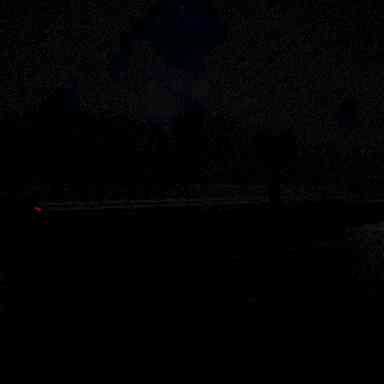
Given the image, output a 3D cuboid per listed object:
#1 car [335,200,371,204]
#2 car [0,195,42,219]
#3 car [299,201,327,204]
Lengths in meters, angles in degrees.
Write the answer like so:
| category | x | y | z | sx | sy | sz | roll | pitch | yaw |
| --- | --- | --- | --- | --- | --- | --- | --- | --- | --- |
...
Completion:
| category | x | y | z | sx | sy | sz | roll | pitch | yaw |
| --- | --- | --- | --- | --- | --- | --- | --- | --- | --- |
| car | 15.519 | 1.031 | 32.125 | 4.181 | 1.385 | 1.994 | -1 | 0 | -35 |
| car | -12.418 | 1.226 | 20.807 | 5.566 | 2.045 | 2.150 | 0 | 0 | -35 |
| car | 13.486 | 1.058 | 34.974 | 5.357 | 1.411 | 2.033 | -1 | 0 | -35 |
